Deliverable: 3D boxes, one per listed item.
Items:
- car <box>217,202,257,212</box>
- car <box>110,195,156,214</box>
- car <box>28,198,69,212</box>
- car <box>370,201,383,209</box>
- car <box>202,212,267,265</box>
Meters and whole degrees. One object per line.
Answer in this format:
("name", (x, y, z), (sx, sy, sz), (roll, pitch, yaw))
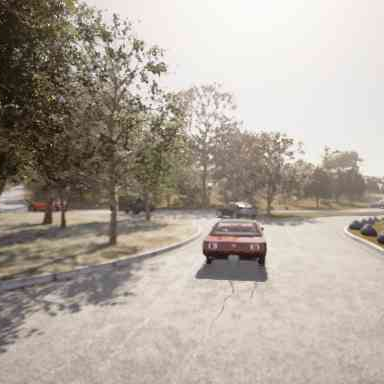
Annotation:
("car", (3.799, 1.610, 28.826), (2.128, 1.511, 4.902), (0, 0, -21))
("car", (-6.460, 1.358, 36.062), (5.566, 2.045, 2.150), (0, 0, 36))
("car", (-16.965, 1.481, 39.306), (4.553, 1.767, 2.097), (0, 0, 12))
("car", (33.828, 2.355, 60.265), (1.994, 1.385, 4.181), (0, -1, 41))
("car", (1.590, 1.613, 11.728), (1.895, 1.301, 4.718), (0, 0, 10))
